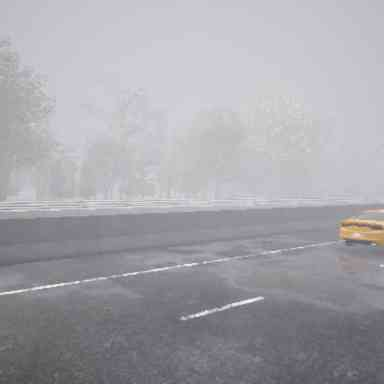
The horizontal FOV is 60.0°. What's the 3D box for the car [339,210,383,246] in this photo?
[{"bbox_3d":[8.278,1.488,14.076,5.008,1.535,1.882,0,0,-36],"label":"car"}]
